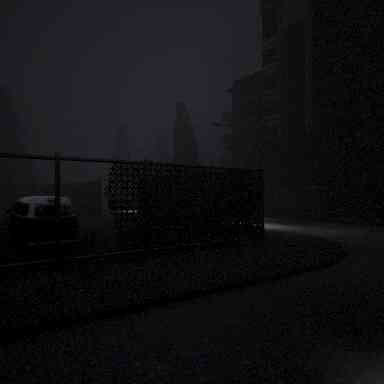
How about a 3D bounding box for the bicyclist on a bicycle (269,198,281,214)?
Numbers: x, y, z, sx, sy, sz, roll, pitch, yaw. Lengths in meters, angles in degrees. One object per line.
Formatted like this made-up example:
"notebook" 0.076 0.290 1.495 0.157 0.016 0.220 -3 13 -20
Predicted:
"bicyclist on a bicycle" 7.951 1.349 31.774 1.656 1.620 0.582 0 0 -36
